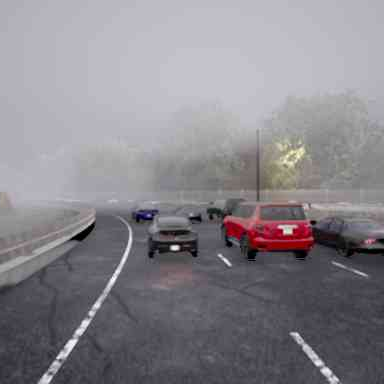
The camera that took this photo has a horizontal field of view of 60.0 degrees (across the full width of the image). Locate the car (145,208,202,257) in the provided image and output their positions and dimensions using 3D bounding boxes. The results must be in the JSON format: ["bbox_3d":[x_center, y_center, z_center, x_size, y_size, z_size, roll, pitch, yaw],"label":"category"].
[{"bbox_3d":[-0.890,1.649,13.709,1.837,1.490,4.892,0,0,-7],"label":"car"}]

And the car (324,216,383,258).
[{"bbox_3d":[6.199,1.687,13.523,2.033,1.411,5.357,0,-1,-7],"label":"car"}]

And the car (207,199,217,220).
[{"bbox_3d":[3.063,1.528,29.510,2.150,2.045,5.566,0,0,-15],"label":"car"}]

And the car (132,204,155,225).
[{"bbox_3d":[-4.174,1.779,29.349,1.882,1.535,5.008,0,0,-16],"label":"car"}]

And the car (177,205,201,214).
[{"bbox_3d":[-0.577,1.867,29.498,1.994,1.385,4.181,0,-1,-16],"label":"car"}]

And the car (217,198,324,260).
[{"bbox_3d":[2.712,1.361,13.210,2.150,2.045,5.566,0,0,-7],"label":"car"}]
